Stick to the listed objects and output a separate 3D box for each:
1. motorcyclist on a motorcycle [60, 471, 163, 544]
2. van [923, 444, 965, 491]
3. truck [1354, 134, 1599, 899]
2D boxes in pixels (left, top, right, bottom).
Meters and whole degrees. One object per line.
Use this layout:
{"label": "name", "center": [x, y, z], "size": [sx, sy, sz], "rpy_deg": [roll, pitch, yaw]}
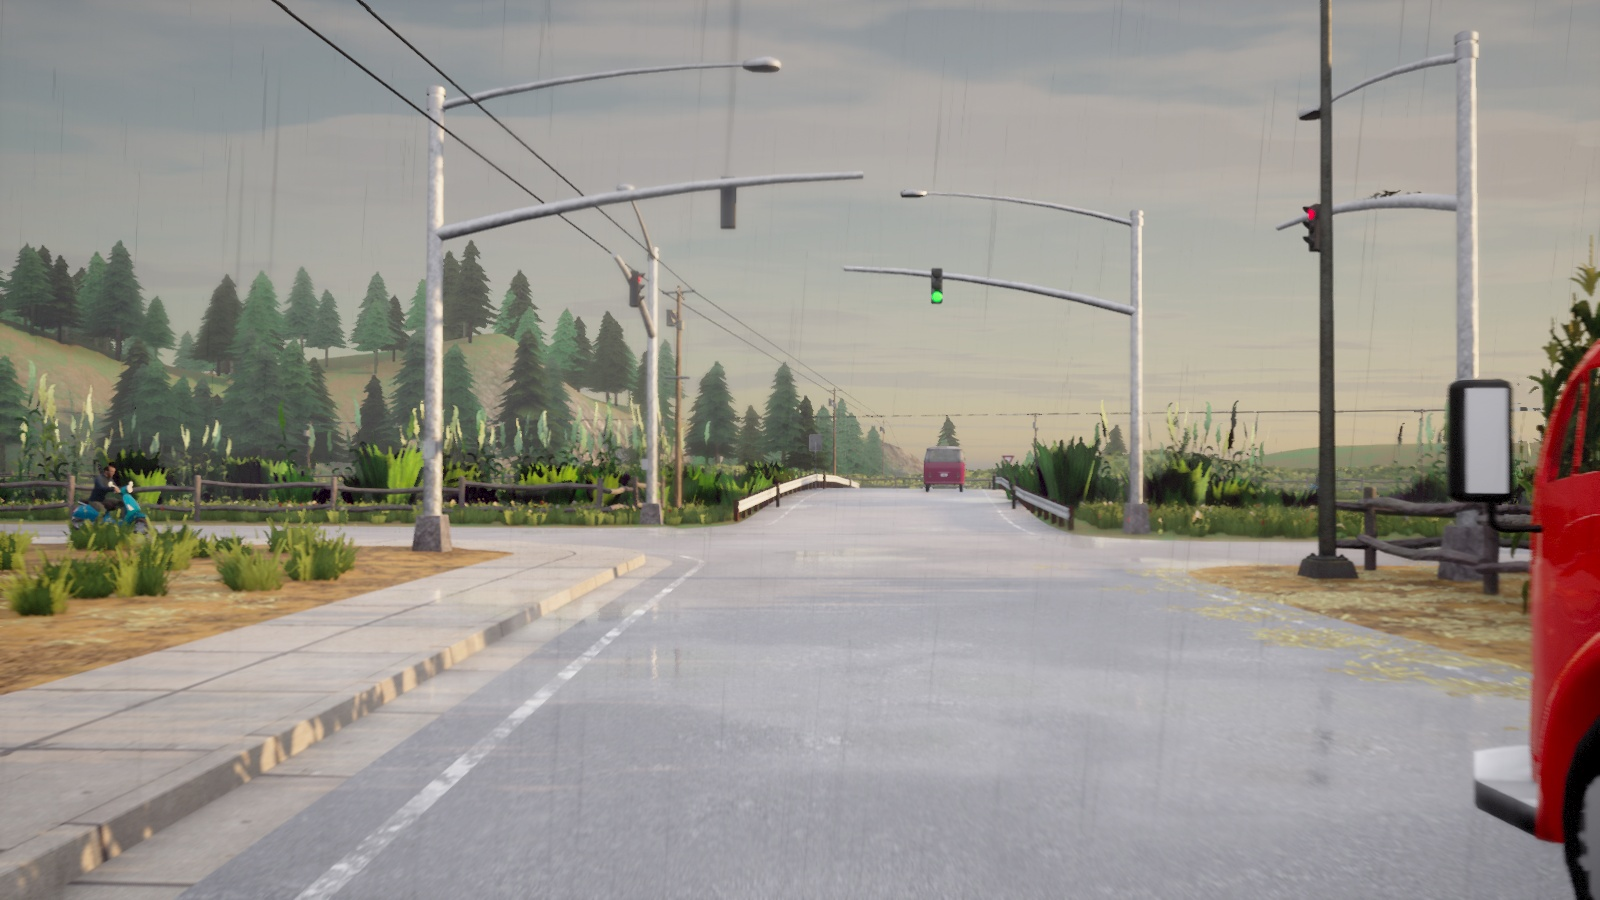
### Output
{"label": "motorcyclist on a motorcycle", "center": [-15.292, 1.262, 27.918], "size": [1.817, 1.590, 0.866], "rpy_deg": [0, -1, 3]}
{"label": "van", "center": [6.424, 0.771, 55.853], "size": [1.775, 1.987, 4.442], "rpy_deg": [0, 0, 7]}
{"label": "truck", "center": [3.493, 0.352, 2.293], "size": [2.627, 2.467, 5.204], "rpy_deg": [0, -1, 0]}
